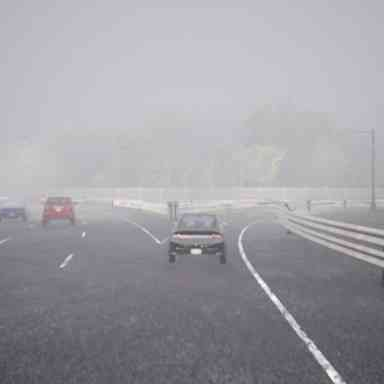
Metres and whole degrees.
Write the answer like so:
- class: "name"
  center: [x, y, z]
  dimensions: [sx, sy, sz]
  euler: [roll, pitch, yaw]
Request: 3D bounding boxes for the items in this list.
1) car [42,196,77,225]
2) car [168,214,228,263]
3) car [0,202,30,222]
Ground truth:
- class: "car"
  center: [-9.915, 1.315, 24.995]
  dimensions: [2.150, 2.045, 5.566]
  euler: [0, 0, -20]
- class: "car"
  center: [0.287, 1.537, 12.170]
  dimensions: [2.128, 1.511, 4.902]
  euler: [0, 0, 4]
- class: "car"
  center: [-14.782, 1.583, 27.934]
  dimensions: [1.882, 1.535, 5.008]
  euler: [0, 0, -21]
